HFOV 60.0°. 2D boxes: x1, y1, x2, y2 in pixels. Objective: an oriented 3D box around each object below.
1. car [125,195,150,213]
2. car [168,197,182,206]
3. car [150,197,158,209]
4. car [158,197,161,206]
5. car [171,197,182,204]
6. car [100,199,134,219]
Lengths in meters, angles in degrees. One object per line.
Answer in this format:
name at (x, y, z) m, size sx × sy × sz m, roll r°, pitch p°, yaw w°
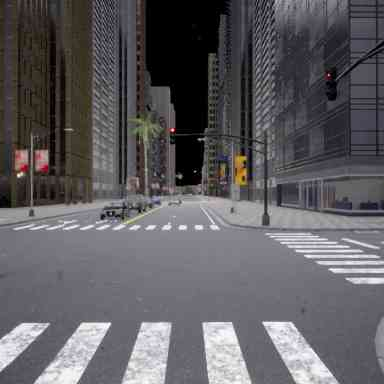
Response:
car at (-6.657, 1.314, 38.499) m, size 2.150 × 2.045 × 5.566 m, roll 0°, pitch 0°, yaw 0°
car at (-3.241, 1.781, 59.847) m, size 1.895 × 1.301 × 4.718 m, roll 0°, pitch 0°, yaw 0°
car at (-6.664, 1.482, 48.428) m, size 2.097 × 1.767 × 4.553 m, roll 0°, pitch 0°, yaw 0°
car at (-6.626, 1.658, 59.809) m, size 1.882 × 1.535 × 5.008 m, roll 0°, pitch 0°, yaw 0°
car at (-3.255, 1.788, 69.742) m, size 1.994 × 1.385 × 4.181 m, roll 0°, pitch 0°, yaw 0°
car at (-6.642, 1.627, 29.175) m, size 1.994 × 1.385 × 4.181 m, roll 0°, pitch 0°, yaw 0°
